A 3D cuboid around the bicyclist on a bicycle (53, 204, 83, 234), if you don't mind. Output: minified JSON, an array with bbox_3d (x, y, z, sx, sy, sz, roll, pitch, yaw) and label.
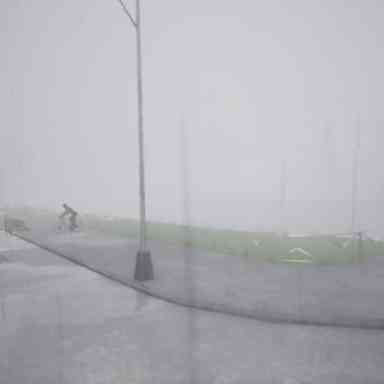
[{"bbox_3d":[-6.774,1.459,18.221,1.656,1.620,0.582,-2,0,-38],"label":"bicyclist on a bicycle"}]
